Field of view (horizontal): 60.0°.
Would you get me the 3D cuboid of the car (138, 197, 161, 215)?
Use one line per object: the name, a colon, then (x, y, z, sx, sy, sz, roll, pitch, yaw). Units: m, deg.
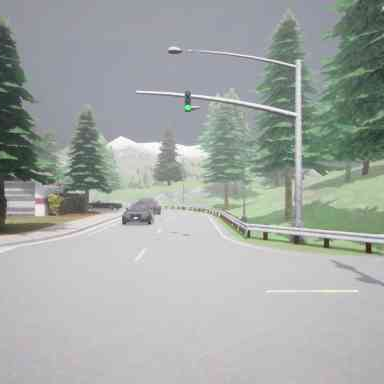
car: (-4.618, 1.352, 34.062, 2.097, 1.767, 4.553, 0, 0, -19)

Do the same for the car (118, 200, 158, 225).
car: (-3.840, 1.564, 24.267, 1.994, 1.385, 4.181, 0, 0, -2)

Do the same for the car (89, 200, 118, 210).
car: (-11.147, 1.608, 41.838, 4.718, 1.301, 1.895, 0, 0, 14)
